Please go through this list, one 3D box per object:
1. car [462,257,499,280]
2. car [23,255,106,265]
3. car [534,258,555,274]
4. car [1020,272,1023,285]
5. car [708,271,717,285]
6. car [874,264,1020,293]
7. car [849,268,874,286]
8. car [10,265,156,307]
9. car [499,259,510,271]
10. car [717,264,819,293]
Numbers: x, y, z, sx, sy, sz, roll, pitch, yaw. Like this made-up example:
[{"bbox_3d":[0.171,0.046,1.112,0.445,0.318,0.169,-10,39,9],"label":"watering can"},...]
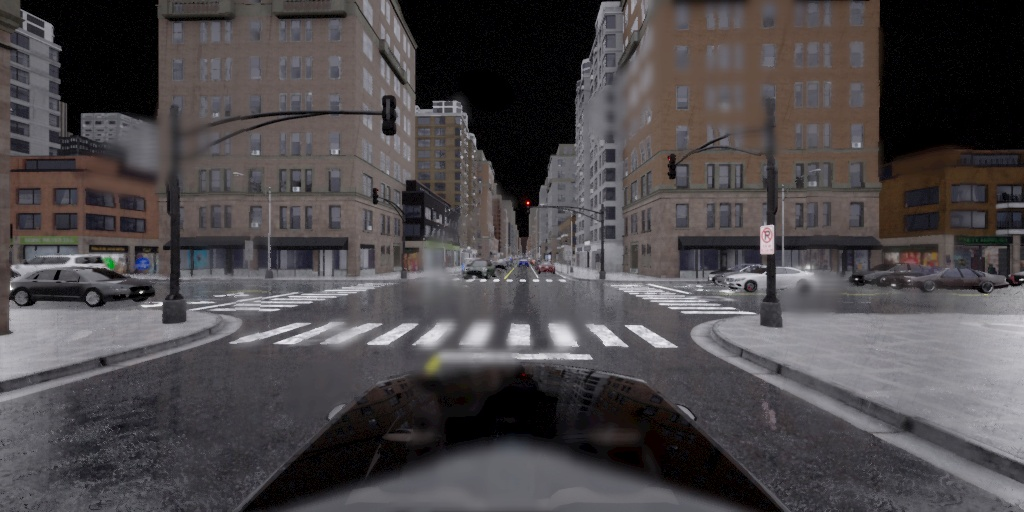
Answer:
[{"bbox_3d":[-2.742,1.110,31.113,2.097,1.767,4.553,0,0,8],"label":"car"},{"bbox_3d":[-31.870,0.953,25.184,5.566,2.045,2.150,0,0,2],"label":"car"},{"bbox_3d":[3.850,1.210,40.883,1.967,1.591,4.097,0,0,2],"label":"car"},{"bbox_3d":[35.065,1.360,23.204,4.181,1.385,1.994,0,0,2],"label":"car"},{"bbox_3d":[15.666,1.257,23.783,4.902,1.511,2.128,0,0,2],"label":"car"},{"bbox_3d":[24.374,1.326,20.275,5.357,1.411,2.033,0,0,2],"label":"car"},{"bbox_3d":[25.083,1.283,23.506,4.892,1.490,1.837,0,0,2],"label":"car"},{"bbox_3d":[-17.632,1.239,14.806,4.892,1.490,1.837,0,0,2],"label":"car"},{"bbox_3d":[-1.630,1.380,49.151,1.895,1.301,4.718,0,0,2],"label":"car"},{"bbox_3d":[14.787,1.291,20.556,4.674,1.442,1.812,0,0,3],"label":"car"}]
